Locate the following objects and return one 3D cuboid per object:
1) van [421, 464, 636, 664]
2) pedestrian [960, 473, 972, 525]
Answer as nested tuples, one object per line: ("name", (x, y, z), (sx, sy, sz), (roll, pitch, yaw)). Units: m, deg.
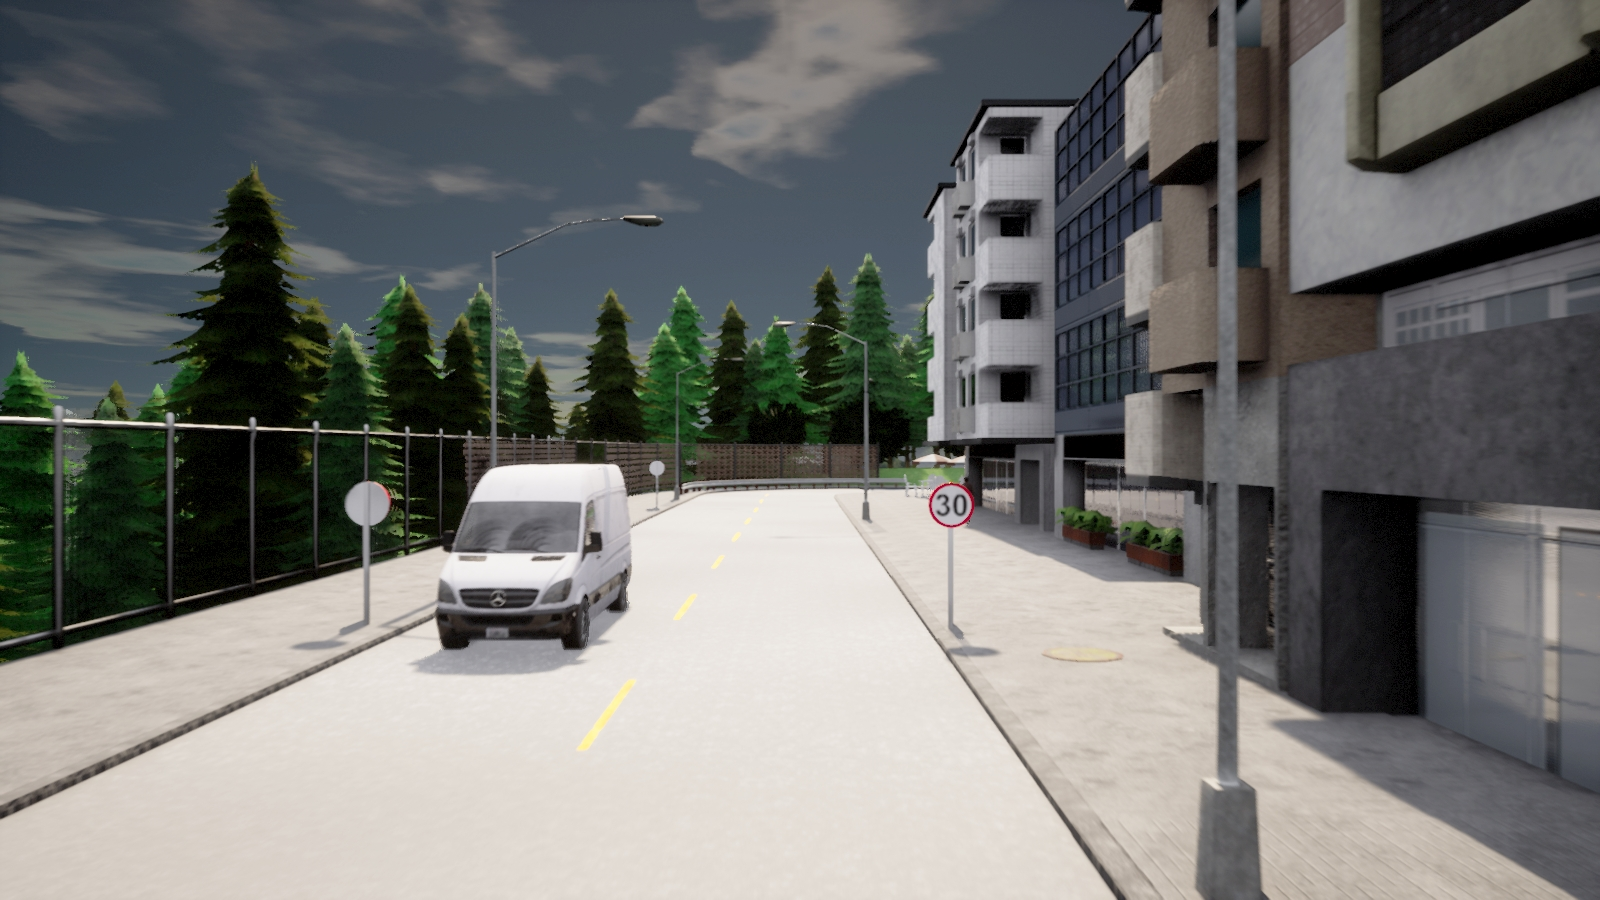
("van", (-4.004, 1.534, 18.009), (1.988, 2.561, 5.915), (0, 0, 0))
("pedestrian", (5.956, 1.744, 40.991), (0.375, 1.860, 0.375), (0, 0, 2))
